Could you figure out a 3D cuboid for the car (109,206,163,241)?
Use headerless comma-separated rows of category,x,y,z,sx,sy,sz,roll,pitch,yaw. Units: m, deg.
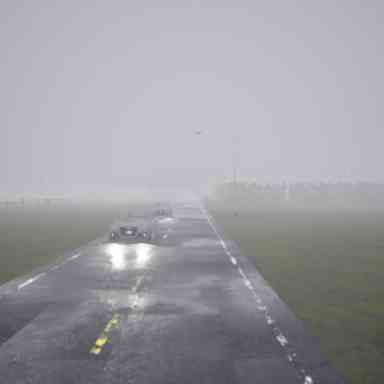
car,-2.796,1.608,16.755,1.994,1.385,4.181,0,0,0

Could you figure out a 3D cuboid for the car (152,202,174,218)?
car,-2.747,1.633,31.240,1.994,1.385,4.181,0,0,0
